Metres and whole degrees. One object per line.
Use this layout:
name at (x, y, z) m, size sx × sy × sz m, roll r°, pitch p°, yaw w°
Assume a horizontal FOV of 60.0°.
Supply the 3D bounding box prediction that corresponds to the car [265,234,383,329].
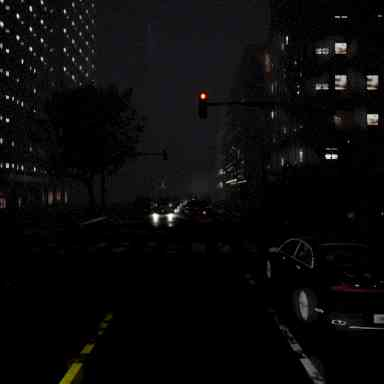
car at (2.700, 1.551, 6.868) m, size 2.008 × 1.369 × 4.403 m, roll 0°, pitch 0°, yaw 0°

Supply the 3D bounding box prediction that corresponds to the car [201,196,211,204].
car at (2.794, 1.578, 67.040) m, size 1.752 × 1.417 × 4.829 m, roll 0°, pitch 0°, yaw 0°

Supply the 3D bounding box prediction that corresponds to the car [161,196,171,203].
car at (-5.579, 1.627, 72.407) m, size 1.947 × 1.339 × 4.313 m, roll 0°, pitch 0°, yaw 0°

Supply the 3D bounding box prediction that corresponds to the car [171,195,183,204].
car at (-2.938, 1.402, 65.333) m, size 2.097 × 1.767 × 4.553 m, roll 0°, pitch 0°, yaw 1°

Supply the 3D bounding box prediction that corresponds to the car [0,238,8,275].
car at (-5.680, 1.545, 6.881) m, size 1.887 × 1.381 × 4.507 m, roll 0°, pitch 0°, yaw 0°

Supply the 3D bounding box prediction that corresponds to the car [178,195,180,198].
car at (-3.023, 1.505, 46.094) m, size 1.882 × 1.535 × 5.008 m, roll 0°, pitch 0°, yaw 0°

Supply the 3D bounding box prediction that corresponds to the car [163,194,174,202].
car at (-5.571, 1.386, 77.929) m, size 2.192 × 1.841 × 5.009 m, roll 0°, pitch 0°, yaw 0°

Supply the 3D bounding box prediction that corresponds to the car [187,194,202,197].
car at (0.199, 1.590, 59.649) m, size 2.033 × 1.411 × 5.357 m, roll 0°, pitch 0°, yaw 0°

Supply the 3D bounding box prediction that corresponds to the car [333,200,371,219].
car at (13.467, 1.350, 26.257) m, size 4.403 × 1.369 × 2.008 m, roll -1°, pitch 1°, yaw 0°

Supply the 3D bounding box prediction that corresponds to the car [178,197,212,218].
car at (0.411, 1.519, 30.728) m, size 1.837 × 1.490 × 4.892 m, roll -3°, pitch 1°, yaw -15°

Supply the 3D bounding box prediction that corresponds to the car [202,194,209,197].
car at (2.785, 1.610, 61.347) m, size 1.947 × 1.339 × 4.313 m, roll 0°, pitch 0°, yaw 0°

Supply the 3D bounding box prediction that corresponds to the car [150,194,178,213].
car at (-3.042, 1.371, 37.003) m, size 2.097 × 1.767 × 4.553 m, roll 0°, pitch 0°, yaw 0°

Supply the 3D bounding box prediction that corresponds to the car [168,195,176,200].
car at (-5.545, 1.654, 94.498) m, size 2.008 × 1.369 × 4.403 m, roll 0°, pitch 0°, yaw 0°

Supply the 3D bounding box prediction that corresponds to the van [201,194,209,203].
van at (2.802, 1.402, 72.394) m, size 1.690 × 1.788 × 3.998 m, roll 0°, pitch 0°, yaw 0°

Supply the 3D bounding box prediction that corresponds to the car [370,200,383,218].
car at (15.522, 1.334, 23.695) m, size 4.181 × 1.385 × 1.994 m, roll -1°, pitch 0°, yaw 0°

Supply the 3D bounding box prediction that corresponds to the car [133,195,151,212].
car at (-5.631, 1.336, 39.270) m, size 2.192 × 1.841 × 5.009 m, roll 0°, pitch 0°, yaw 0°

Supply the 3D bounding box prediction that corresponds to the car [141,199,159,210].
car at (-5.622, 1.592, 44.793) m, size 1.947 × 1.339 × 4.313 m, roll 0°, pitch 0°, yaw 0°
